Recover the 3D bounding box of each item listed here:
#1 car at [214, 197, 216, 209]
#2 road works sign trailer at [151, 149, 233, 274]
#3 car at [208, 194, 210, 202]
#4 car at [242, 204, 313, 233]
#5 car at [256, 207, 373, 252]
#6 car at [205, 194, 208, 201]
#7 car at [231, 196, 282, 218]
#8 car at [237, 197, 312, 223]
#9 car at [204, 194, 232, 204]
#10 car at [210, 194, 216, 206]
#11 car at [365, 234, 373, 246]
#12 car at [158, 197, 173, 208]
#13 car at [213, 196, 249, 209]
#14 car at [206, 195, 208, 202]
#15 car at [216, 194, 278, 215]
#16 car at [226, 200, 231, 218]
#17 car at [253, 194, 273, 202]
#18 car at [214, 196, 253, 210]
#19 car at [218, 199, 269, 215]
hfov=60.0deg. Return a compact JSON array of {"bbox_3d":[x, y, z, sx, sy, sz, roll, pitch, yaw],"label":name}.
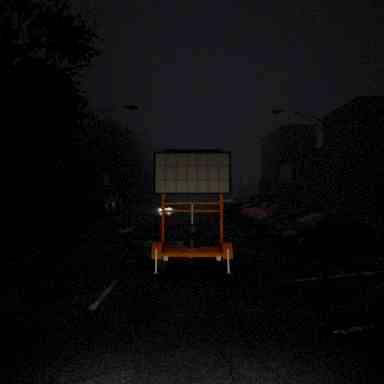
[{"bbox_3d":[5.223,1.503,31.746,5.366,1.575,1.946,1,0,-20],"label":"car"},{"bbox_3d":[0.009,0.465,10.529,2.380,3.560,2.880,0,0,0],"label":"road works sign trailer"},{"bbox_3d":[5.528,1.447,52.837,4.553,1.767,2.185,1,0,-20],"label":"car"},{"bbox_3d":[5.304,1.518,16.792,4.792,1.488,2.163,1,0,-20],"label":"car"},{"bbox_3d":[5.325,1.528,13.800,4.674,1.452,2.002,1,0,-20],"label":"car"},{"bbox_3d":[5.347,1.613,64.784,5.366,1.575,1.946,1,0,-20],"label":"car"},{"bbox_3d":[5.388,1.369,22.813,4.553,1.767,2.185,1,0,-20],"label":"car"},{"bbox_3d":[5.375,1.366,19.812,4.553,1.767,2.185,1,0,-20],"label":"car"},{"bbox_3d":[5.549,1.391,70.877,5.566,2.045,2.435,1,0,-20],"label":"car"},{"bbox_3d":[5.405,1.271,37.805,5.566,2.045,2.435,1,0,-20],"label":"car"},{"bbox_3d":[5.314,1.487,4.800,4.892,1.521,2.231,1,0,-20],"label":"car"},{"bbox_3d":[-3.905,1.565,49.447,2.128,1.511,4.902,0,0,0],"label":"car"},{"bbox_3d":[5.439,1.424,46.820,4.553,1.767,2.185,1,0,-20],"label":"car"},{"bbox_3d":[5.497,1.583,55.839,5.008,1.535,2.097,1,-1,-20],"label":"car"},{"bbox_3d":[5.373,1.252,28.788,5.566,2.045,2.435,1,0,-20],"label":"car"},{"bbox_3d":[5.365,1.538,25.810,4.674,1.452,2.002,1,0,-20],"label":"car"},{"bbox_3d":[18.548,1.463,86.843,2.435,2.045,5.566,0,0,-21],"label":"car"},{"bbox_3d":[5.425,1.414,43.819,4.553,1.767,2.185,1,0,-20],"label":"car"},{"bbox_3d":[5.384,1.545,34.803,4.792,1.488,2.163,1,0,-20],"label":"car"}]
